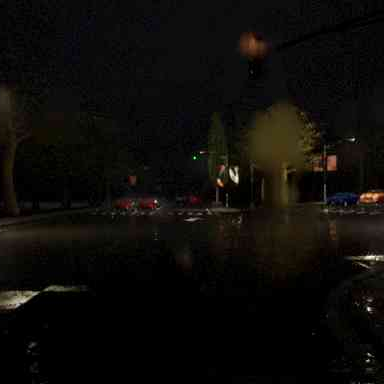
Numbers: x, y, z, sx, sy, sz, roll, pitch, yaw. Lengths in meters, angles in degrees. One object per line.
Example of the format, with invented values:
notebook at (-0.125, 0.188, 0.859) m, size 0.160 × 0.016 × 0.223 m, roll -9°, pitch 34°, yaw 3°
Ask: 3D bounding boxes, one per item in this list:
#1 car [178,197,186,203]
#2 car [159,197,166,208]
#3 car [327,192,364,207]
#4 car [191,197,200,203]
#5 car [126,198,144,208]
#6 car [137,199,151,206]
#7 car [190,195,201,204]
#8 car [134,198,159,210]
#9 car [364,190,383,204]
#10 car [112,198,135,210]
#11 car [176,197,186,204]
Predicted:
car at (-2.383, 2.028, 83.984) m, size 1.837 × 1.490 × 4.892 m, roll 0°, pitch -1°, yaw 1°
car at (-5.946, 1.781, 54.510) m, size 2.033 × 1.411 × 5.357 m, roll 0°, pitch -1°, yaw 1°
car at (16.390, 0.790, 35.974) m, size 5.008 × 1.535 × 1.882 m, roll -1°, pitch 1°, yaw -42°
car at (0.867, 2.068, 83.950) m, size 2.033 × 1.411 × 5.357 m, roll 0°, pitch -1°, yaw 1°
car at (-9.203, 1.721, 54.125) m, size 2.128 × 1.511 × 4.902 m, roll 0°, pitch -1°, yaw 1°
car at (-9.099, 1.923, 63.159) m, size 1.895 × 1.301 × 4.718 m, roll 0°, pitch -1°, yaw 1°
car at (0.759, 1.660, 73.565) m, size 2.150 × 2.045 × 5.566 m, roll 0°, pitch -1°, yaw 1°
car at (-6.041, 1.623, 44.586) m, size 1.882 × 1.535 × 5.008 m, roll 0°, pitch 0°, yaw 1°
car at (23.157, 0.499, 42.230) m, size 4.553 × 1.767 × 2.097 m, roll -1°, pitch 1°, yaw -42°
car at (-9.290, 1.623, 44.620) m, size 1.882 × 1.535 × 5.008 m, roll 0°, pitch 0°, yaw 1°
car at (-2.487, 1.794, 73.928) m, size 2.097 × 1.767 × 4.553 m, roll 0°, pitch -1°, yaw 1°
